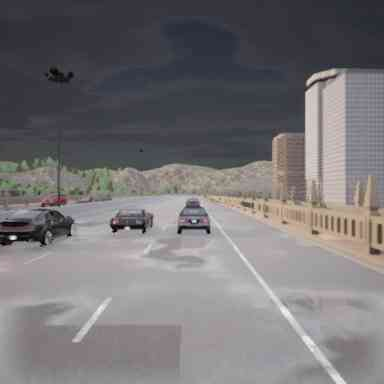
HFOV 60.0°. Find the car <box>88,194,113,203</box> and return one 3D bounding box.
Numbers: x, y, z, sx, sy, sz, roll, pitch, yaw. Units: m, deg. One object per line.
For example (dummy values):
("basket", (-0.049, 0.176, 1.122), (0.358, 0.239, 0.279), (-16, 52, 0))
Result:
("car", (-13.985, 1.298, 52.059), (2.150, 2.045, 5.566), (0, 0, 0))

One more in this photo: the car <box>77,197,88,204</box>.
("car", (-17.483, 1.606, 55.229), (1.882, 1.535, 5.008), (0, 0, 0))

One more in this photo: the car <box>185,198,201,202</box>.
("car", (0.112, 1.570, 42.649), (1.837, 1.490, 4.892), (0, 0, 0))

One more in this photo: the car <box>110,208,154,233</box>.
("car", (-3.394, 1.615, 19.674), (1.895, 1.301, 4.718), (0, 0, 0))

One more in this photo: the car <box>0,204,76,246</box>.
("car", (-6.895, 1.512, 15.234), (1.837, 1.490, 4.892), (0, 0, 0))

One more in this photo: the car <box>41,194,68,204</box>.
("car", (-20.986, 1.295, 51.001), (2.150, 2.045, 5.566), (0, 0, 0))

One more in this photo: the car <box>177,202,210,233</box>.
("car", (0.106, 1.562, 19.692), (2.033, 1.411, 5.357), (0, 0, 0))
